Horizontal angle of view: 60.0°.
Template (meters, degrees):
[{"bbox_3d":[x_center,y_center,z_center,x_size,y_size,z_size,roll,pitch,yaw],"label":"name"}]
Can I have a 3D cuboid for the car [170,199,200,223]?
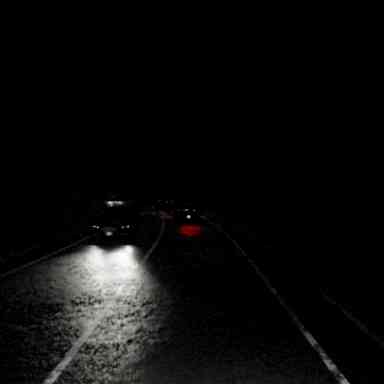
[{"bbox_3d":[-0.472,1.474,25.428,1.837,1.490,4.892,1,0,-6],"label":"car"}]

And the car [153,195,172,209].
[{"bbox_3d":[-3.507,1.161,41.034,2.097,1.767,4.553,1,1,-15],"label":"car"}]

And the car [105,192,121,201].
[{"bbox_3d":[-13.585,0.770,57.077,1.812,1.442,4.674,2,2,-26],"label":"car"}]

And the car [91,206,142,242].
[{"bbox_3d":[-3.594,1.487,16.520,2.128,1.511,4.902,0,0,-2],"label":"car"}]
